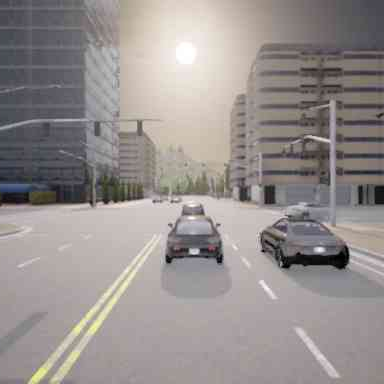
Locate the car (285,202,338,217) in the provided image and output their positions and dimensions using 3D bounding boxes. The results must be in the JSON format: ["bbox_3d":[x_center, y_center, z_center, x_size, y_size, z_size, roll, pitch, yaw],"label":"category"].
[{"bbox_3d":[10.014,1.572,27.953,4.674,1.442,1.812,0,-1,-21],"label":"car"}]

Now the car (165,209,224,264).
[{"bbox_3d":[0.077,1.545,11.850,1.812,1.442,4.674,0,0,0],"label":"car"}]

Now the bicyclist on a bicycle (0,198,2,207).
[{"bbox_3d":[-26.638,1.374,45.892,0.582,1.620,1.656,0,0,-1],"label":"bicyclist on a bicycle"}]

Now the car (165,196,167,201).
[{"bbox_3d":[-6.994,1.656,83.462,1.812,1.442,4.674,0,0,0],"label":"car"}]

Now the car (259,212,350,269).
[{"bbox_3d":[3.574,1.583,11.290,1.994,1.385,4.181,0,0,0],"label":"car"}]

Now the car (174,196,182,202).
[{"bbox_3d":[-3.494,1.656,83.526,1.812,1.442,4.674,0,0,0],"label":"car"}]

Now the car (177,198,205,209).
[{"bbox_3d":[0.089,1.540,29.490,2.128,1.511,4.902,0,0,0],"label":"car"}]

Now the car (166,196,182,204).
[{"bbox_3d":[-3.496,1.652,67.337,2.033,1.411,5.357,0,0,0],"label":"car"}]

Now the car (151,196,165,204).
[{"bbox_3d":[-6.998,1.634,67.347,1.812,1.442,4.674,0,0,0],"label":"car"}]
